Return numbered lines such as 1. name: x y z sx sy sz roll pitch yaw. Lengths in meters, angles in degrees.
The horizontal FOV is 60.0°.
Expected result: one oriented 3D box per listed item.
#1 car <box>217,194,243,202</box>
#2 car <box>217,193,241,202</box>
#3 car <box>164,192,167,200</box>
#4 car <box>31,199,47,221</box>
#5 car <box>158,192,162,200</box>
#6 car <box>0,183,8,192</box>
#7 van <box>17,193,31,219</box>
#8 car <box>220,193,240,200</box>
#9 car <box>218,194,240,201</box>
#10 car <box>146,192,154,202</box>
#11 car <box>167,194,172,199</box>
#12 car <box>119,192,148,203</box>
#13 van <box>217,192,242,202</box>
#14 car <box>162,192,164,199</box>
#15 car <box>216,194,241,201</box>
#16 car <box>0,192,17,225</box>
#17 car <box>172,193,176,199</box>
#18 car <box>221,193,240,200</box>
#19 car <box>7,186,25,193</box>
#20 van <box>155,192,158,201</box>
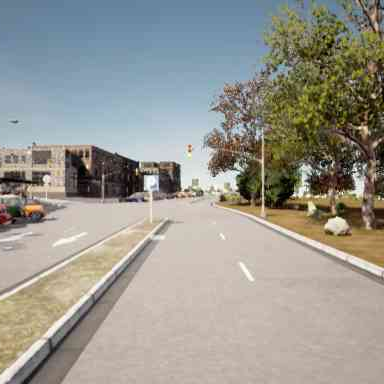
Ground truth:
1. car: 8.186 1.237 71.801 5.366 1.575 1.946 1 0 -13
2. car: 7.651 1.114 68.807 4.553 1.767 2.185 1 0 -14
3. car: -9.287 1.328 81.191 4.674 1.452 2.002 -1 0 -13
4. car: -13.633 1.359 25.432 4.553 1.767 2.185 -1 0 -19
5. car: -10.030 1.289 75.194 4.892 1.521 2.231 -1 0 -14
6. car: -31.171 -0.470 54.163 2.435 2.045 5.566 6 -3 -19
7. van: -13.607 1.252 22.454 4.442 1.987 1.878 -1 0 -19
8. car: 9.439 1.105 83.507 4.553 1.767 2.185 1 0 -12
9. car: 8.700 1.275 77.640 4.674 1.452 2.002 1 0 -13
10. car: -10.815 1.280 66.231 5.366 1.575 1.946 -1 0 -15
11. car: -8.473 1.328 87.174 4.674 1.452 2.002 -1 0 -12
12. car: -11.459 1.322 63.239 4.792 1.488 2.163 -1 0 -15
13. van: 7.268 1.014 65.838 4.442 1.987 1.878 1 0 -14
14. car: -9.658 1.327 78.189 4.674 1.452 2.002 -1 0 -13
15. car: 8.168 1.232 74.652 5.366 1.575 1.946 1 0 -13
16. car: -13.723 1.222 19.418 5.566 2.045 2.435 -1 0 -20
17. car: -8.023 1.036 90.180 5.566 2.045 2.435 -1 0 -12
18. car: 10.337 1.102 89.377 4.553 1.767 2.185 1 0 -11
19. car: -28.177 0.093 54.103 2.002 1.452 4.674 6 -3 -19
20. van: -10.257 1.060 72.223 4.442 1.987 1.878 -1 0 -14
